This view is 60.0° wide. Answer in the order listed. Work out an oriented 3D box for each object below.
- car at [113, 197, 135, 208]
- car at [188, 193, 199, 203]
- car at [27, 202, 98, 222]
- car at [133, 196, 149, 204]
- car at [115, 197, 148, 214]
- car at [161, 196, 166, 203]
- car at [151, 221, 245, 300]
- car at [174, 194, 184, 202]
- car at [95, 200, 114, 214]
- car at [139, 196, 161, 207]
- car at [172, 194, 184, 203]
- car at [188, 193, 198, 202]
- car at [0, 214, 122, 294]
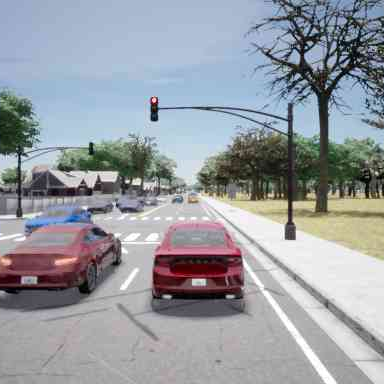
[{"bbox_3d":[-9.717,1.536,48.123,2.033,1.411,5.357,0,0,0],"label":"car"},{"bbox_3d":[0.276,1.452,65.897,1.882,1.535,5.008,0,0,0],"label":"car"},{"bbox_3d":[-6.557,1.479,16.800,1.882,1.535,5.008,0,0,0],"label":"car"},{"bbox_3d":[-9.619,1.524,63.335,2.033,1.411,5.357,0,0,1],"label":"car"},{"bbox_3d":[-6.501,1.541,36.320,2.033,1.411,5.357,0,0,0],"label":"car"},{"bbox_3d":[-6.324,1.497,67.570,1.812,1.442,4.674,0,0,0],"label":"car"},{"bbox_3d":[0.120,1.477,8.470,1.882,1.535,5.008,0,0,0],"label":"car"},{"bbox_3d":[-3.044,1.321,76.271,2.097,1.767,4.553,0,0,0],"label":"car"},{"bbox_3d":[-9.786,1.541,36.146,2.033,1.411,5.357,0,0,-3],"label":"car"},{"bbox_3d":[-6.454,1.477,51.762,2.128,1.511,4.902,0,0,0],"label":"car"},{"bbox_3d":[-2.969,1.500,66.306,1.812,1.442,4.674,0,0,0],"label":"car"},{"bbox_3d":[0.206,1.191,76.298,2.150,2.045,5.566,0,0,0],"label":"car"},{"bbox_3d":[-3.127,1.525,8.682,1.812,1.442,4.674,0,0,0],"label":"car"}]
